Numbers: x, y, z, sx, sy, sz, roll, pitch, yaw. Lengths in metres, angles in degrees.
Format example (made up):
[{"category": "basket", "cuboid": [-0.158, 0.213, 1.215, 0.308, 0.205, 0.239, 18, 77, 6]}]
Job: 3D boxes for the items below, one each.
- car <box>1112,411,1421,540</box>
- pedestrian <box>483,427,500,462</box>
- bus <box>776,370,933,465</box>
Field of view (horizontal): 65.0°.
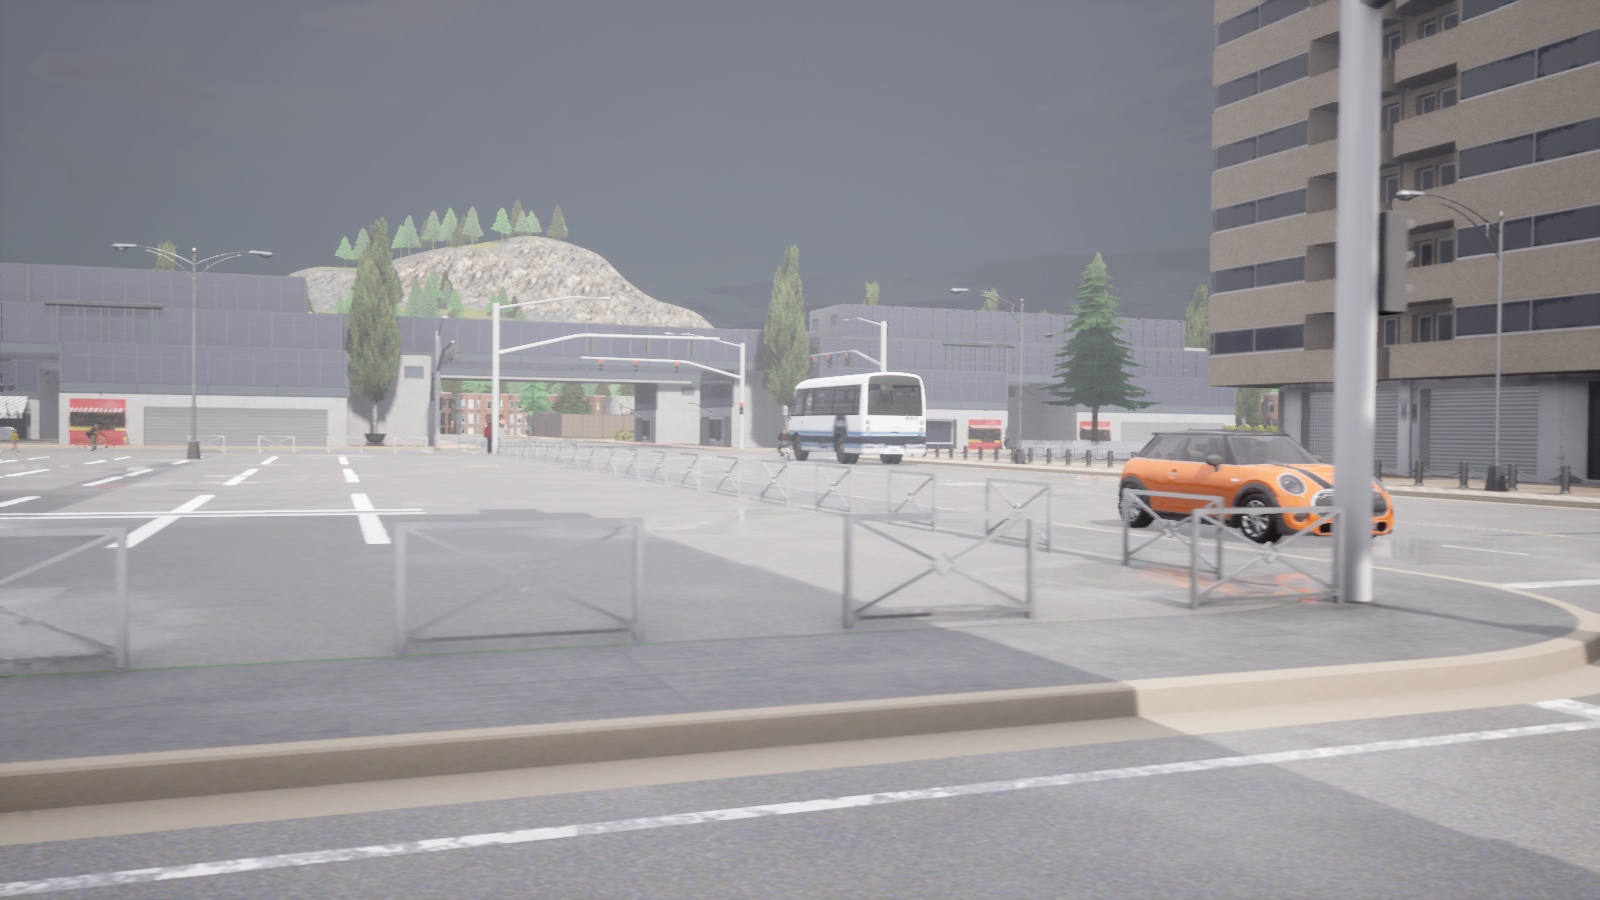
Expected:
[{"category": "car", "cuboid": [7.150, 0.311, 19.837, 2.097, 1.767, 4.553, -1, 1, -21]}, {"category": "pedestrian", "cuboid": [-16.486, -0.310, 67.086, 0.634, 1.844, 0.899, -1, 1, -28]}, {"category": "bus", "cuboid": [2.428, -1.558, 61.896, 3.944, 4.253, 10.273, -1, 1, -21]}]
